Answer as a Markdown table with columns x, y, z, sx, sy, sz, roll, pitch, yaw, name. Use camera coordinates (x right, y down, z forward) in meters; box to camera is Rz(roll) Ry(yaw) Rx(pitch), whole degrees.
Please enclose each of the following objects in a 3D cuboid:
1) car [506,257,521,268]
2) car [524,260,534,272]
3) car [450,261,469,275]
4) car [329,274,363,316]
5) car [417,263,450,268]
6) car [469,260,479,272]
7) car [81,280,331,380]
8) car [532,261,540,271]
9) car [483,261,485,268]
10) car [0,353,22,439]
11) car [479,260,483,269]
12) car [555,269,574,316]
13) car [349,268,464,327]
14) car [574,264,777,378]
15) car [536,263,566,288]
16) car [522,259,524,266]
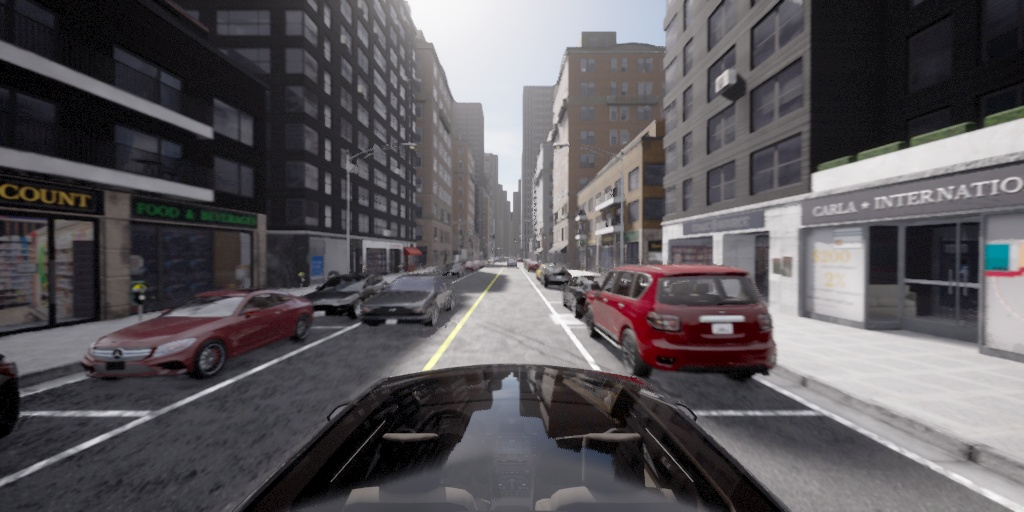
| x | y | z | sx | sy | sz | roll | pitch | yaw | name |
| --- | --- | --- | --- | --- | --- | --- | --- | --- | --- |
| 0.014 | 1.330 | 61.444 | 2.033 | 1.411 | 5.357 | 0 | 0 | 0 | car |
| 2.867 | 1.322 | 45.943 | 1.888 | 1.381 | 4.507 | 0 | 0 | 0 | car |
| -5.661 | 1.337 | 34.875 | 1.948 | 1.339 | 4.313 | 0 | 0 | 0 | car |
| -5.666 | 1.323 | 12.752 | 1.948 | 1.339 | 4.313 | 0 | 0 | 0 | car |
| -5.663 | 1.315 | 23.814 | 2.007 | 1.370 | 4.403 | 0 | 0 | 0 | car |
| -5.658 | 1.321 | 45.937 | 1.888 | 1.381 | 4.507 | 0 | 0 | 0 | car |
| -5.667 | 1.335 | 7.221 | 1.802 | 1.307 | 4.207 | 0 | 0 | 0 | car |
| 2.864 | 1.293 | 29.525 | 1.751 | 1.417 | 4.829 | 0 | 0 | 0 | car |
| -5.656 | 1.326 | 56.998 | 1.888 | 1.381 | 4.507 | 0 | 0 | 0 | car |
| -5.668 | 1.316 | 1.690 | 1.948 | 1.339 | 4.313 | 0 | 0 | 0 | car |
| -5.657 | 1.329 | 51.467 | 2.007 | 1.370 | 4.403 | 0 | 0 | 0 | car |
| 2.860 | 1.323 | 12.767 | 1.948 | 1.339 | 4.313 | 0 | 0 | 0 | car |
| -3.077 | 1.304 | 11.836 | 2.033 | 1.411 | 5.357 | 0 | 0 | 0 | car |
| 2.859 | 1.068 | 7.238 | 2.192 | 1.841 | 5.009 | 0 | 0 | 0 | car |
| 2.863 | 1.330 | 23.825 | 1.948 | 1.339 | 4.313 | 0 | 0 | 0 | car |
| 2.869 | 1.329 | 51.472 | 2.007 | 1.370 | 4.403 | 0 | 0 | 0 | car |
